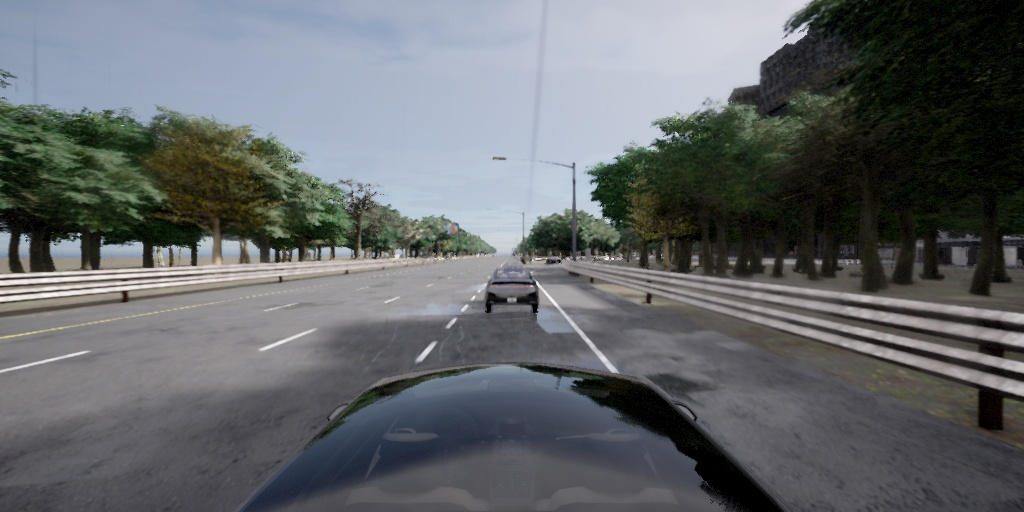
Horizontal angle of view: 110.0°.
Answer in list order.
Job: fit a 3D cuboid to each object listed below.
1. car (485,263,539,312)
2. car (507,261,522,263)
[{"bbox_3d":[-0.007,1.182,13.813,2.128,1.511,4.902,0,0,0],"label":"car"},{"bbox_3d":[0.291,1.154,37.043,1.895,1.301,4.718,0,0,5],"label":"car"}]
